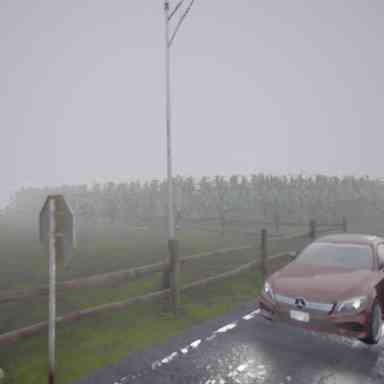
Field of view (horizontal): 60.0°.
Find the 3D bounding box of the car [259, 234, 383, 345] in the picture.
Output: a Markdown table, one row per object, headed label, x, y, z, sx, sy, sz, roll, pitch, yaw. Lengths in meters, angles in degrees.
| label | x | y | z | sx | sy | sz | roll | pitch | yaw |
| --- | --- | --- | --- | --- | --- | --- | --- | --- | --- |
| car | 3.166 | 1.640 | 6.827 | 1.812 | 1.442 | 4.674 | -2 | -2 | 41 |
